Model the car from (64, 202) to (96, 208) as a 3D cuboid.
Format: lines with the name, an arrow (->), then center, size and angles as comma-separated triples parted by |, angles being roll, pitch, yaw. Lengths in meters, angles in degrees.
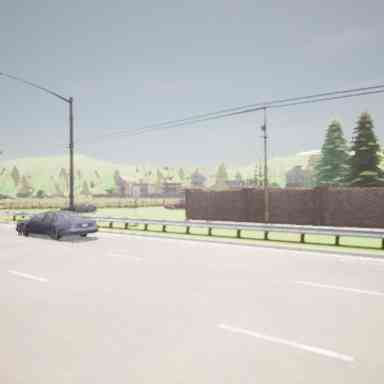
car -> -13.616, 1.913, 40.026 | 4.181, 1.385, 1.994 | 0, 0, -21

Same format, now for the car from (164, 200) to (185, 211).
car -> -1.574, 1.812, 46.063 | 4.674, 1.442, 1.812 | 0, 0, -29

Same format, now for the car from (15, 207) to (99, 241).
car -> -7.312, 1.713, 17.810 | 5.357, 1.411, 2.033 | -1, 0, 35
